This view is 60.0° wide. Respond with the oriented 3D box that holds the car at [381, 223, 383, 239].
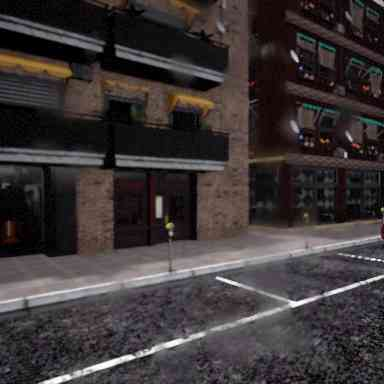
[{"bbox_3d":[9.719,1.218,13.483,5.009,1.841,2.192,0,0,-35],"label":"car"}]
